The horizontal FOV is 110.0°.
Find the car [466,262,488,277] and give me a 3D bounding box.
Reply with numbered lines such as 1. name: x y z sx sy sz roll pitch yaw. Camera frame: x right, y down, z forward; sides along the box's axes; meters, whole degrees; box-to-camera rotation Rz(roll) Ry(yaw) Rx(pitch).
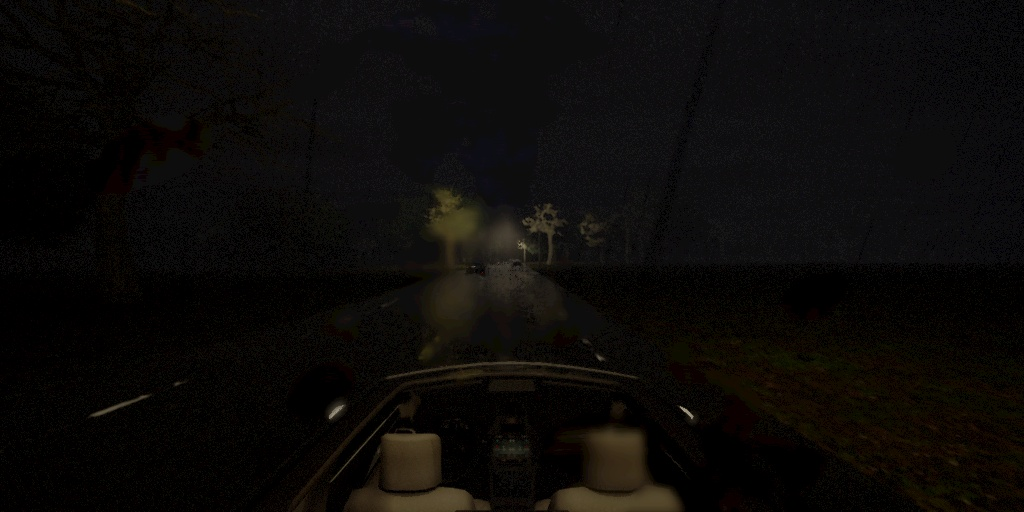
1. car: -3.569 1.370 37.516 1.837 1.490 4.892 0 -1 0
